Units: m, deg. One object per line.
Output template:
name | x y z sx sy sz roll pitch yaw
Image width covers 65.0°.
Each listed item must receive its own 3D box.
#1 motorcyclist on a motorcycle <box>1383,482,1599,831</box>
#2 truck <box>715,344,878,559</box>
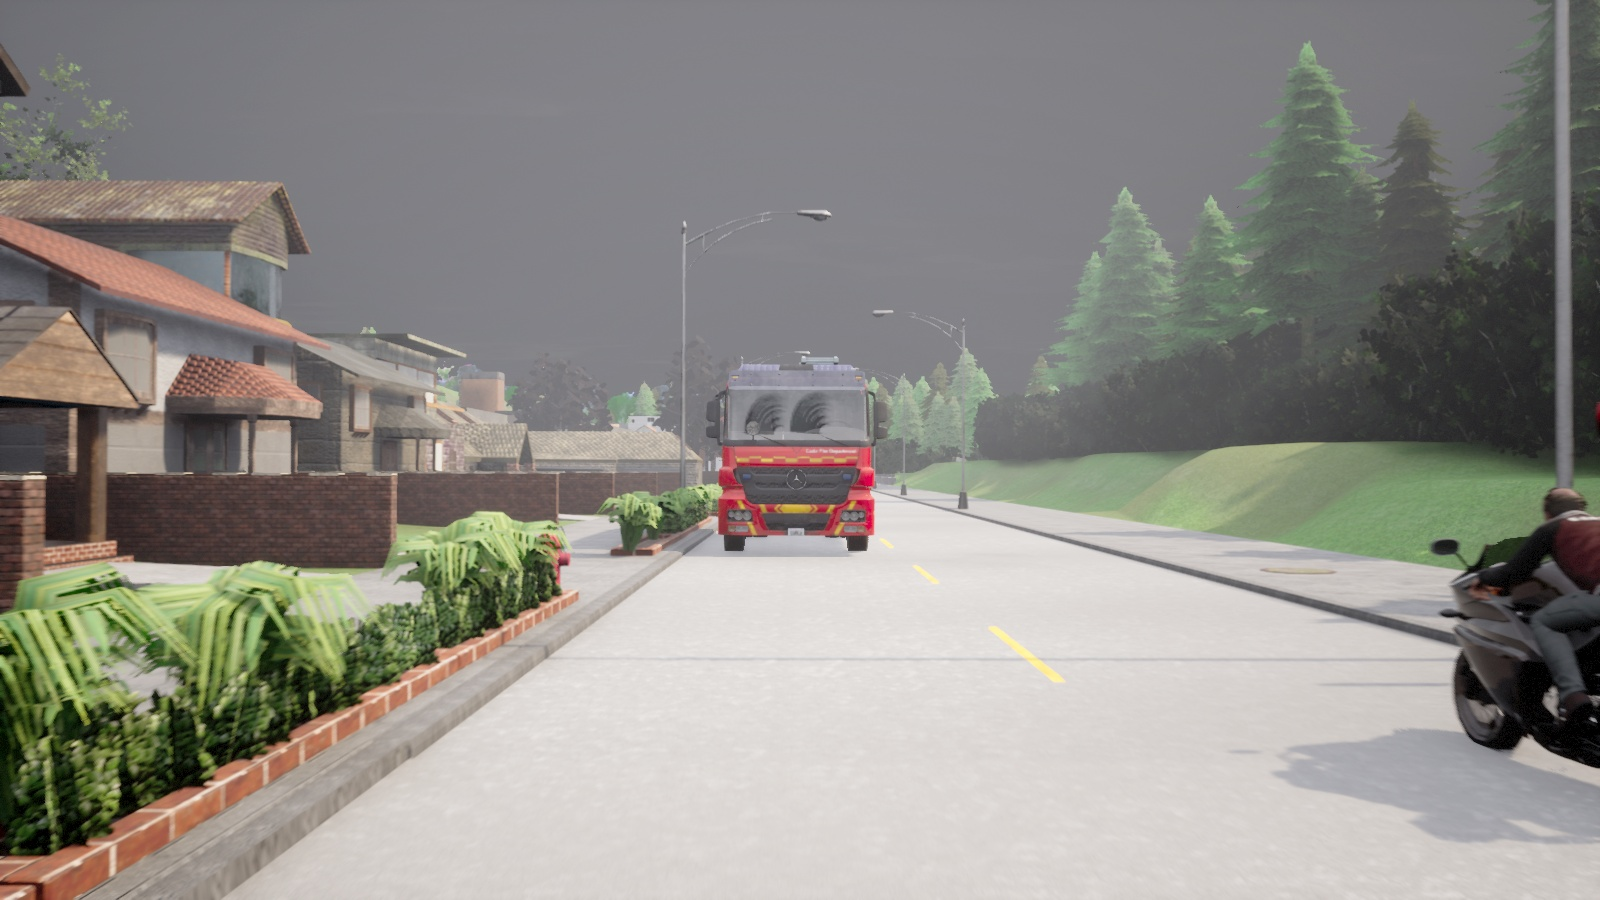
motorcyclist on a motorcycle | 3.987 0.943 6.531 0.866 1.530 2.191 0 -1 0
truck | -0.069 0.096 26.627 2.891 3.827 8.468 0 -1 0
